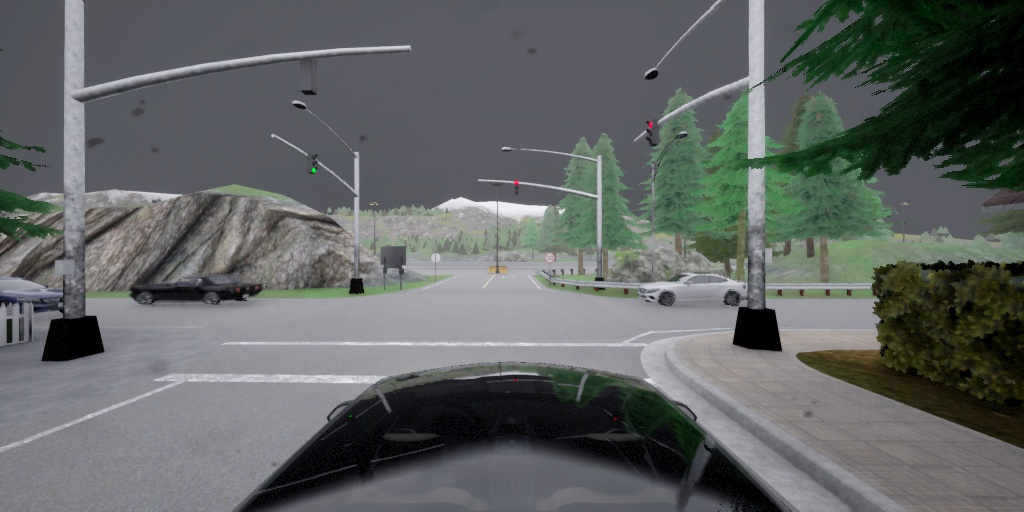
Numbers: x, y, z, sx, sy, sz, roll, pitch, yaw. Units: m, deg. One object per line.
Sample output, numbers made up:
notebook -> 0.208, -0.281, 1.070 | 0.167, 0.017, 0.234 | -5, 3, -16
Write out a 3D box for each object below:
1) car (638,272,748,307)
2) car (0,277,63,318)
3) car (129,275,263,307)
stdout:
car -> 8.127, 1.467, 16.208 | 4.674, 1.442, 1.812 | 0, 0, -1
car -> -18.275, 1.467, 12.735 | 4.674, 1.442, 1.812 | 0, 0, 0
car -> -14.352, 1.542, 16.394 | 4.718, 1.301, 1.895 | 0, 0, 0
